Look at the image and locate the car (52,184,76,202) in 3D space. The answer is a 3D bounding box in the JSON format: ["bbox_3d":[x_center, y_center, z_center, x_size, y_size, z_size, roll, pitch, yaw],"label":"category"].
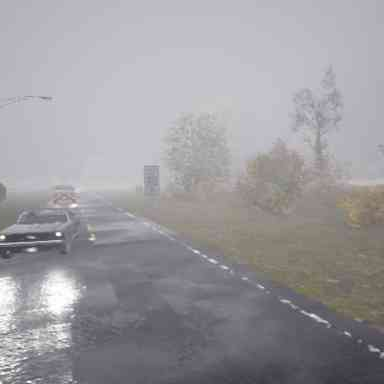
[{"bbox_3d":[-13.831,0.134,36.102,2.150,2.045,5.566,-2,3,-20],"label":"car"}]

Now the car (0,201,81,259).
[{"bbox_3d":[-5.053,1.257,11.542,1.895,1.301,4.718,-2,2,-13],"label":"car"}]
